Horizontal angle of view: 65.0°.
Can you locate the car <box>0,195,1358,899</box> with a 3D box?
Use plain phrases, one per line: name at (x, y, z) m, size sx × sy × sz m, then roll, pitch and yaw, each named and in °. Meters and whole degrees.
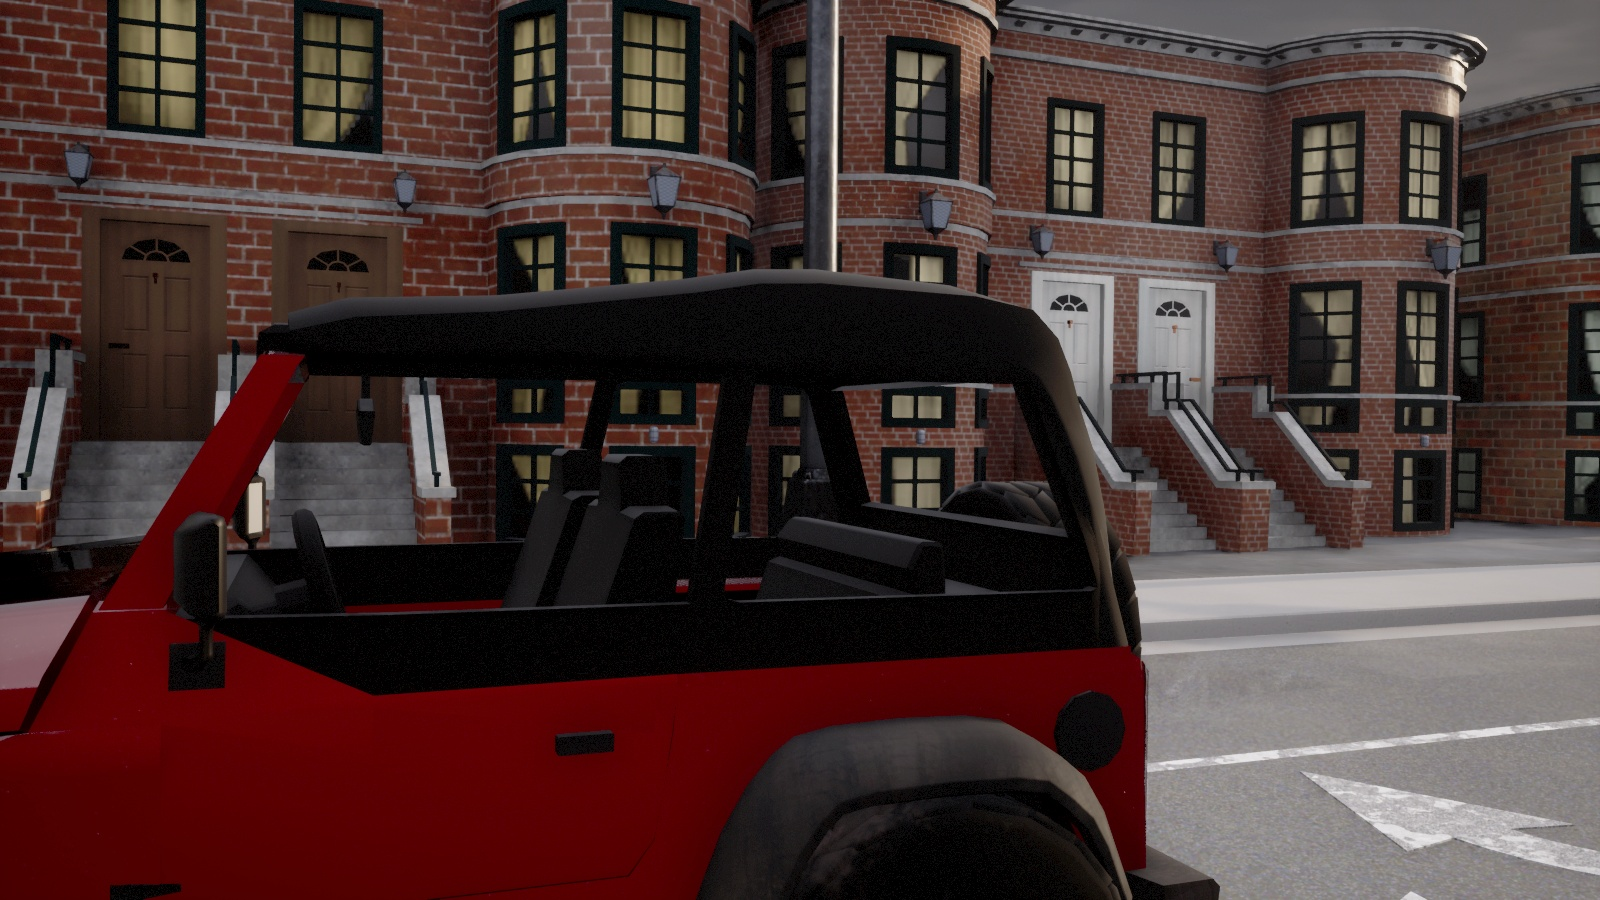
car at (-0.955, 0.557, 2.881) m, size 3.866 × 1.878 × 1.905 m, roll -1°, pitch 1°, yaw -21°
